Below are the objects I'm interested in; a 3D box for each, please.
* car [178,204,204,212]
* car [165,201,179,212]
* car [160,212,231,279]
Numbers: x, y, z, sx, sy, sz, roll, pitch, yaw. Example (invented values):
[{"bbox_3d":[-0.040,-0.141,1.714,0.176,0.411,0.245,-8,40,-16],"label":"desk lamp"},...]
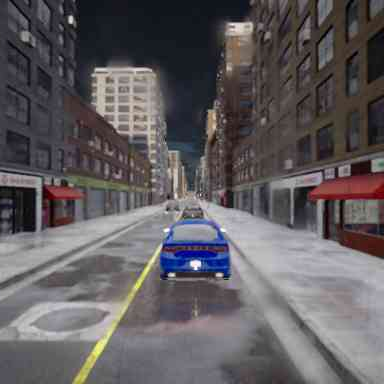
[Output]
[{"bbox_3d":[0.092,1.895,30.938,2.128,1.511,4.902,0,-1,0],"label":"car"},{"bbox_3d":[-2.805,2.151,48.869,1.837,1.490,4.892,0,-1,1],"label":"car"},{"bbox_3d":[0.098,1.614,10.525,1.882,1.535,5.008,0,-1,0],"label":"car"}]
